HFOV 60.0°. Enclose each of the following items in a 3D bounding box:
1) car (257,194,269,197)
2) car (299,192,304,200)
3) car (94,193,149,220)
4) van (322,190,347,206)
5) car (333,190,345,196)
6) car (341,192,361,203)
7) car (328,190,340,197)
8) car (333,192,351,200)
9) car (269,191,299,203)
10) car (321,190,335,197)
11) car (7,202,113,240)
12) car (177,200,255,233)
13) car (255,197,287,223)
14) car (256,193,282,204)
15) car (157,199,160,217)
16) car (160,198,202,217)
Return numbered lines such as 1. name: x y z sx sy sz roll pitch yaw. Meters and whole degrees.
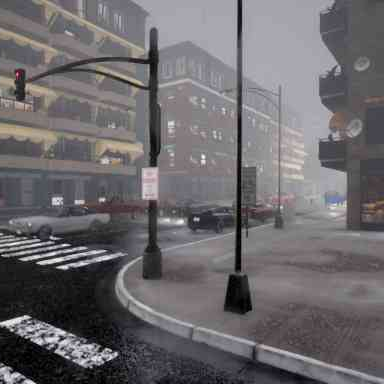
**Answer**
1. car: 5.808 1.013 34.248 1.837 1.490 4.892 1 1 35
2. car: 17.026 0.720 54.695 1.947 1.339 4.313 2 2 35
3. car: -5.403 1.031 22.794 2.192 1.841 5.009 2 2 35
4. van: 17.452 0.721 40.725 1.690 1.788 3.998 2 2 35
5. car: 36.253 0.257 82.034 1.802 1.307 4.206 2 2 35
6. car: 23.858 0.764 49.842 1.887 1.381 4.507 2 2 35
7. car: 33.049 0.337 77.478 1.802 1.307 4.206 2 2 35
8. car: 25.897 0.696 57.261 1.895 1.301 4.718 1 1 35
9. car: 11.516 0.718 42.315 2.097 1.767 4.553 1 1 35
10. car: 29.845 0.379 72.921 1.887 1.381 4.507 2 2 35
11. car: -6.442 1.425 16.465 1.895 1.301 4.718 0 1 32
12. car: 1.426 1.348 17.947 1.947 1.339 4.313 2 2 35
13. car: 4.631 1.283 22.504 1.802 1.307 4.206 2 2 35
14. car: 10.617 0.881 45.582 1.947 1.339 4.313 2 2 35
15. car: -2.201 1.181 27.356 1.887 1.381 4.507 2 2 35
16. car: -0.165 1.222 25.771 1.994 1.385 4.181 1 1 35
